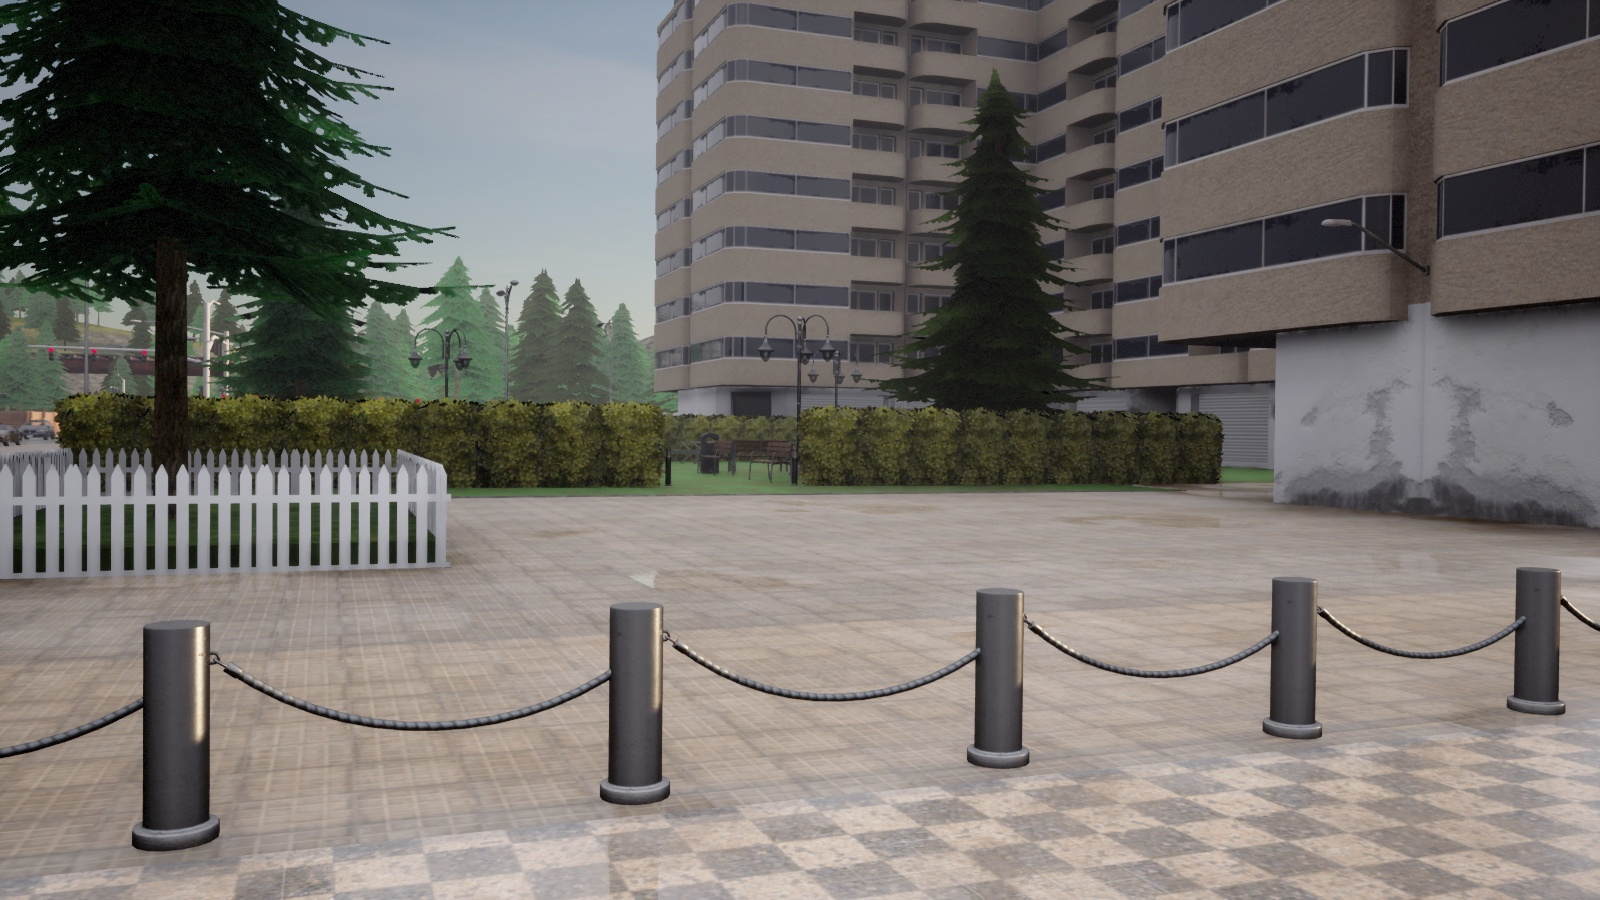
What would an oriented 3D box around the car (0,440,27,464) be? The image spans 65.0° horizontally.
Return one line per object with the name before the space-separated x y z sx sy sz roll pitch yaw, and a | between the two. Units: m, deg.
car | -49.434 0.120 77.418 2.033 1.411 5.357 -1 1 -21
